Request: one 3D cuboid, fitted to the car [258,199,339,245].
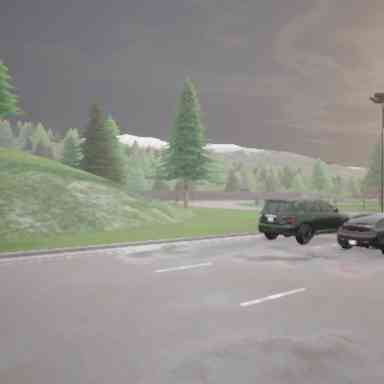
[{"bbox_3d":[5.727,1.349,16.557,5.566,2.045,2.150,0,0,-35],"label":"car"}]

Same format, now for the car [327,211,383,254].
[{"bbox_3d":[7.992,1.643,13.868,4.892,1.490,1.837,0,0,-35],"label":"car"}]
